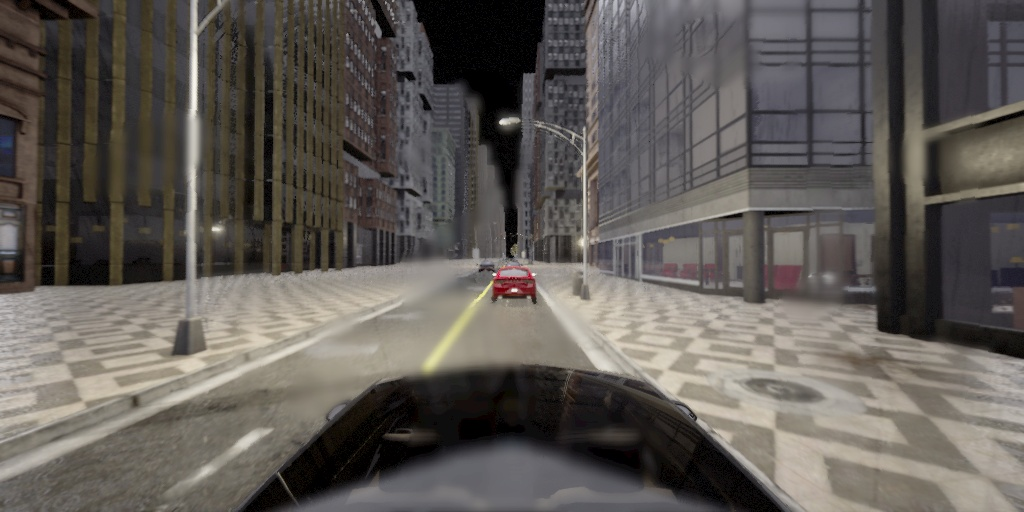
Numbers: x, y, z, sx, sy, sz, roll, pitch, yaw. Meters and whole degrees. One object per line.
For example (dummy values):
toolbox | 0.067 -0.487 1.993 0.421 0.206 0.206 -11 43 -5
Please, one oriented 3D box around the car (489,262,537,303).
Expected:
car | 0.102 1.225 16.827 1.882 1.535 5.008 0 0 0

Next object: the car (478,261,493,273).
car | -2.992 1.282 43.446 2.033 1.411 5.357 0 0 0
